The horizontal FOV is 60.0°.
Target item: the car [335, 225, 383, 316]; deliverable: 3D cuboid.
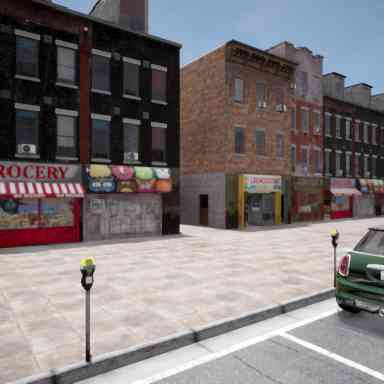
[{"bbox_3d":[4.827,1.351,6.436,4.553,1.767,2.097,0,0,-36],"label":"car"}]
